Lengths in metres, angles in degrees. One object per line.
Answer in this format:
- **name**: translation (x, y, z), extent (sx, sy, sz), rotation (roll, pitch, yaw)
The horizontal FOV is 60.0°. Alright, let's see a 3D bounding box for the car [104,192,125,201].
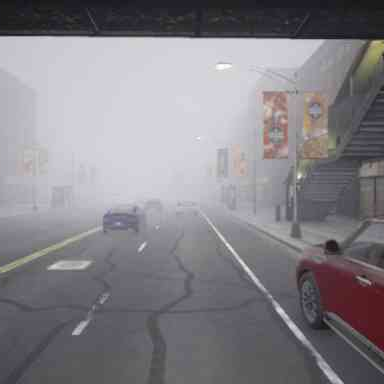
- **car**: translation (-11.776, 1.092, 52.028), extent (2.150, 2.045, 5.566), rotation (0, 0, -4)

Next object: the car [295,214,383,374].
- **car**: translation (3.001, 1.211, 3.720), extent (2.435, 2.045, 5.566), rotation (0, 0, -2)

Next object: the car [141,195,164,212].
- **car**: translation (-4.138, 1.405, 36.456), extent (1.837, 1.490, 4.892), rotation (0, 1, -1)

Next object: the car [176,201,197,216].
- **car**: translation (-0.522, 1.508, 31.020), extent (1.895, 1.301, 4.718), rotation (0, 0, -1)

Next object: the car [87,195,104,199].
- **car**: translation (-25.853, 1.375, 91.554), extent (4.718, 1.301, 1.895), rotation (0, 0, 28)

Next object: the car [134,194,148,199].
- **car**: translation (-8.342, 1.407, 52.859), extent (2.033, 1.411, 5.357), rotation (0, 0, -4)

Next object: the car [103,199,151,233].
- **car**: translation (-3.776, 1.428, 19.280), extent (1.882, 1.535, 5.008), rotation (0, 0, -1)
